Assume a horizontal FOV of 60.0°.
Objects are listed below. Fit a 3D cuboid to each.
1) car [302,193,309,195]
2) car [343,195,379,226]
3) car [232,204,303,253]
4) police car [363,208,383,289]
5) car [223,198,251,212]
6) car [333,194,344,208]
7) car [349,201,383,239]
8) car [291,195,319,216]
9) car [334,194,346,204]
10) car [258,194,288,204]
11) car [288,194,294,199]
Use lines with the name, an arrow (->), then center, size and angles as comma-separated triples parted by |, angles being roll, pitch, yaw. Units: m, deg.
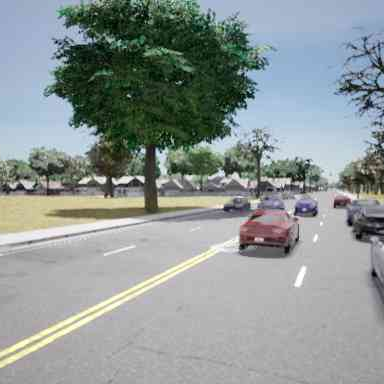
car -> 24.255, 1.039, 71.022 | 1.812, 1.442, 4.674 | 0, 0, 23
car -> 11.147, 1.190, 21.446 | 2.097, 1.767, 4.553 | 0, 0, 23
car -> 3.167, 1.425, 13.292 | 1.812, 1.442, 4.674 | 0, 0, 23
police car -> 4.902, 1.370, 6.868 | 1.930, 1.638, 5.238 | 0, 0, 23
car -> 4.743, 1.308, 33.978 | 2.033, 1.411, 5.357 | 0, 0, 23
car -> 18.730, 1.186, 41.548 | 1.882, 1.535, 5.008 | 0, 0, 24
car -> 8.796, 1.383, 15.959 | 1.837, 1.490, 4.892 | 0, 0, 23
car -> 10.379, 1.308, 30.124 | 1.812, 1.442, 4.674 | 0, 0, 23
car -> 25.075, 1.091, 56.429 | 1.882, 1.535, 5.008 | 0, 0, 23
car -> 7.911, 1.116, 33.122 | 2.097, 1.767, 4.553 | 0, 0, 23
car -> 21.268, 1.060, 72.301 | 1.994, 1.385, 4.181 | 0, 0, 23
